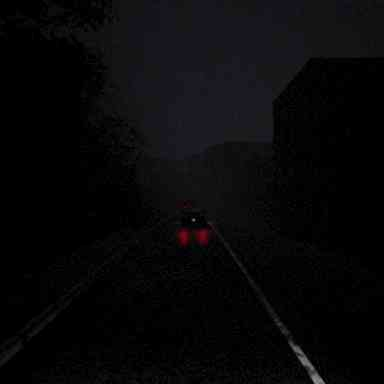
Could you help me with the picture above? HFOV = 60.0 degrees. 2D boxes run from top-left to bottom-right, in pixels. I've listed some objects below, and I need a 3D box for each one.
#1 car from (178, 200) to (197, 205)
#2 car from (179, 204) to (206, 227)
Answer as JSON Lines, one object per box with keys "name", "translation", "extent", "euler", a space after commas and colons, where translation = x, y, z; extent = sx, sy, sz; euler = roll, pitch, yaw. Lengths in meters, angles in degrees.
{"name": "car", "translation": [-0.500, 2.013, 43.036], "extent": [2.150, 2.045, 5.566], "euler": [0, -1, -6]}
{"name": "car", "translation": [0.108, 1.853, 25.547], "extent": [1.812, 1.442, 4.674], "euler": [0, -2, 0]}
